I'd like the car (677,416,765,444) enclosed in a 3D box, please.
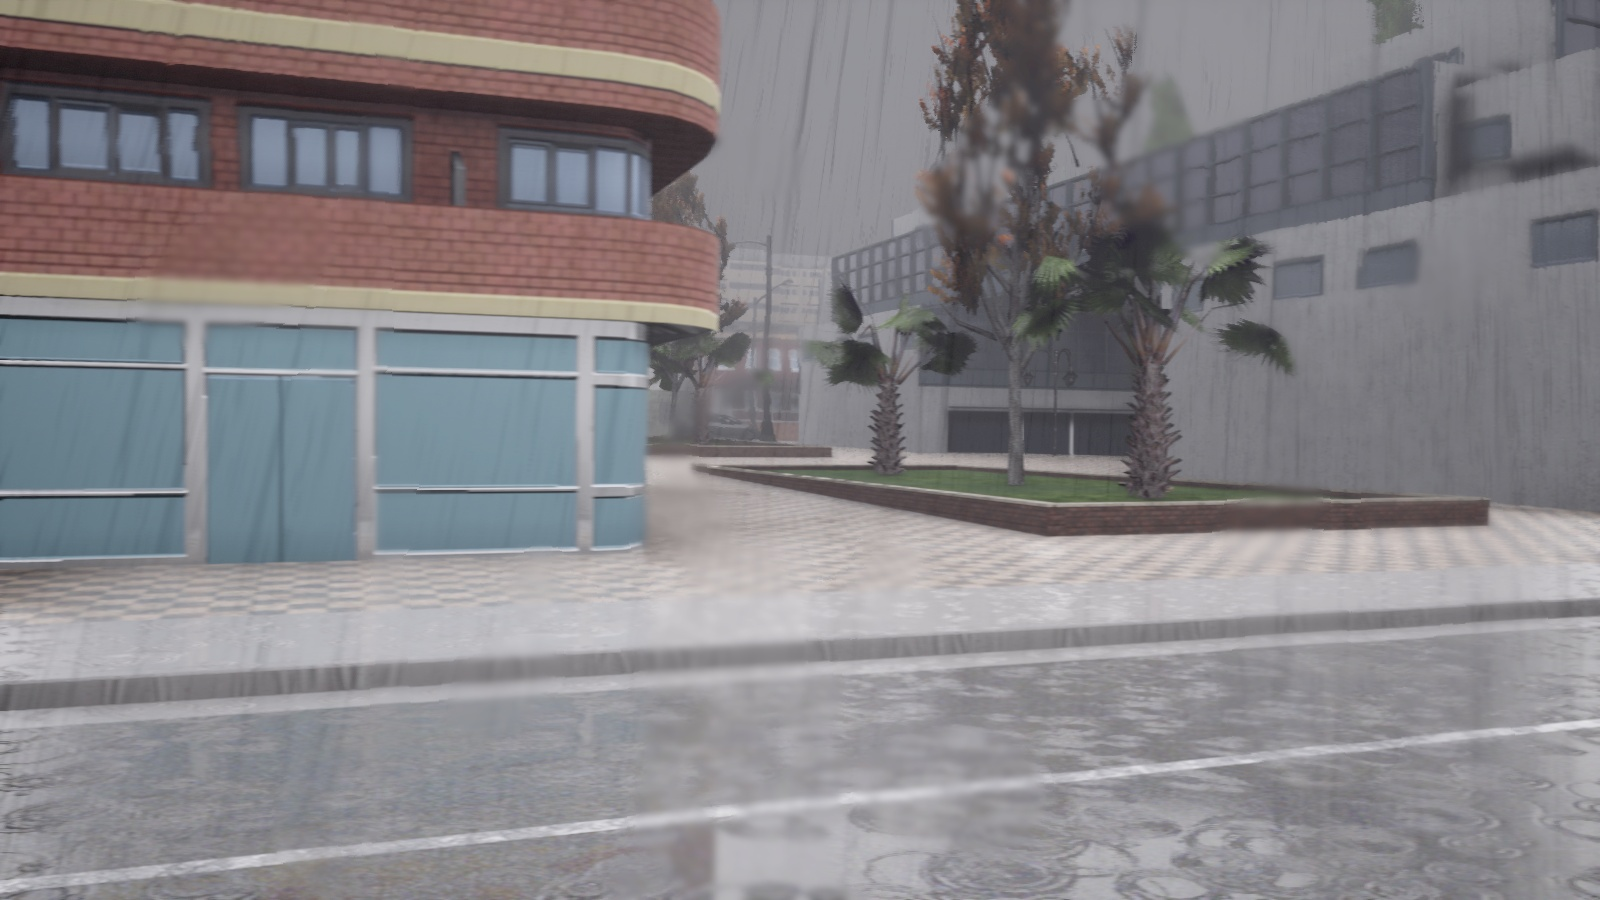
[{"bbox_3d":[-4.428,-1.126,70.252,4.514,1.525,2.007,0,1,-21],"label":"car"}]
